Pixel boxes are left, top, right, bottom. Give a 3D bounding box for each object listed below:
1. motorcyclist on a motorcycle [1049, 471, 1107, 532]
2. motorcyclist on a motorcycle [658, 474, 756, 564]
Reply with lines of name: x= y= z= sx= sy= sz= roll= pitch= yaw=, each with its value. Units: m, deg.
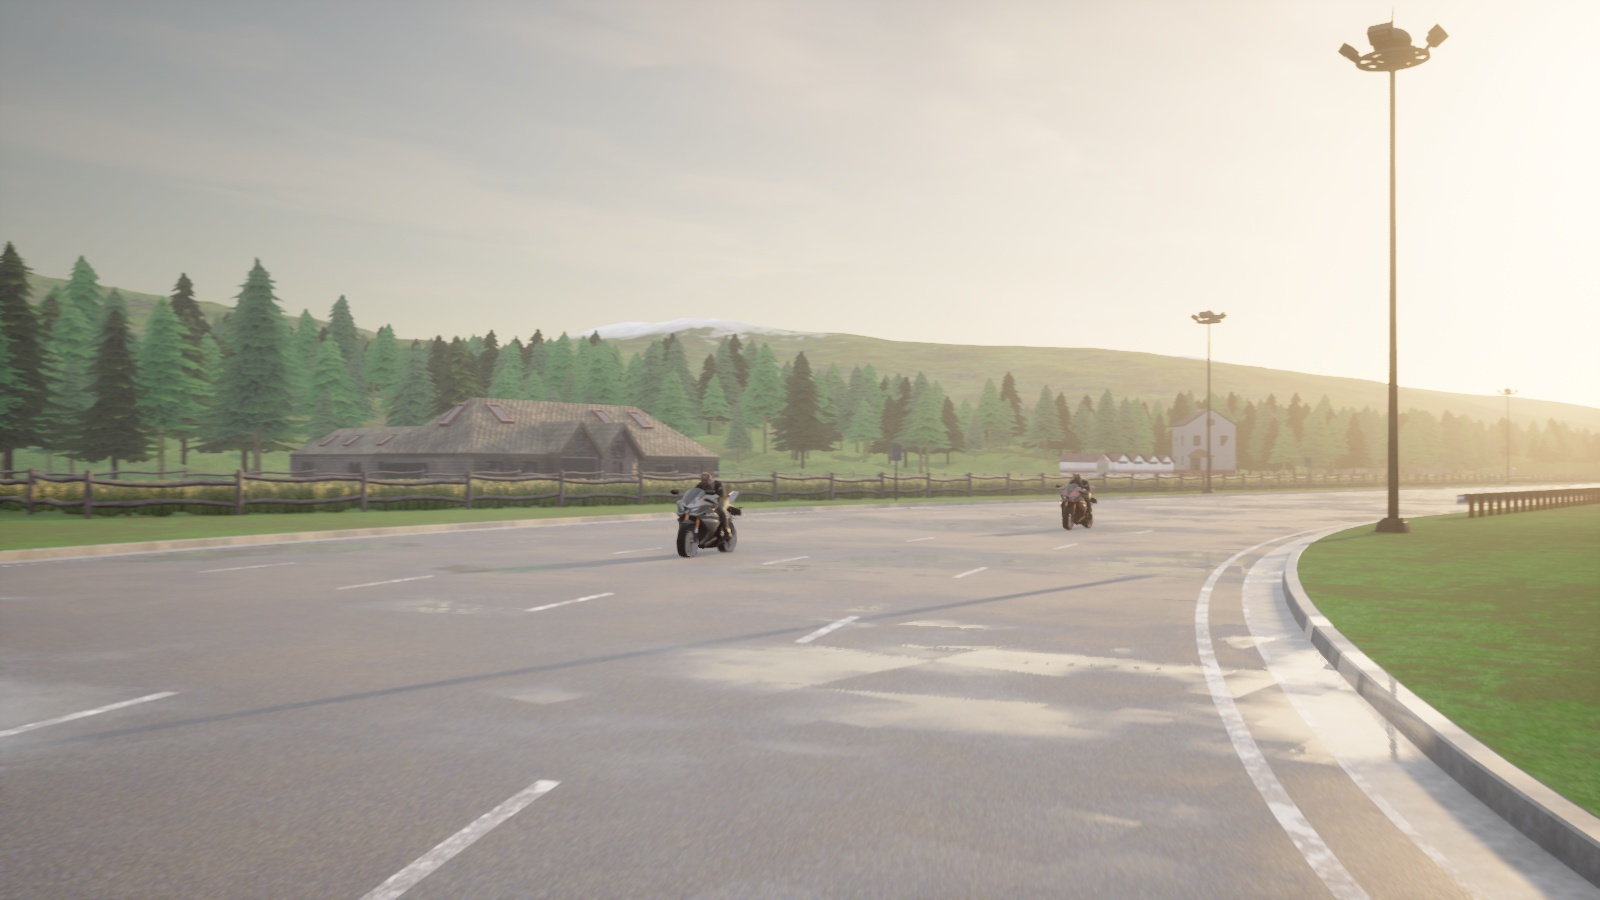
motorcyclist on a motorcycle: x=7.430 y=1.344 z=33.441 sx=0.866 sy=1.530 sz=2.191 roll=0 pitch=-1 yaw=31
motorcyclist on a motorcycle: x=-1.641 y=1.198 z=22.624 sx=0.866 sy=1.530 sz=2.191 roll=0 pitch=-1 yaw=22
